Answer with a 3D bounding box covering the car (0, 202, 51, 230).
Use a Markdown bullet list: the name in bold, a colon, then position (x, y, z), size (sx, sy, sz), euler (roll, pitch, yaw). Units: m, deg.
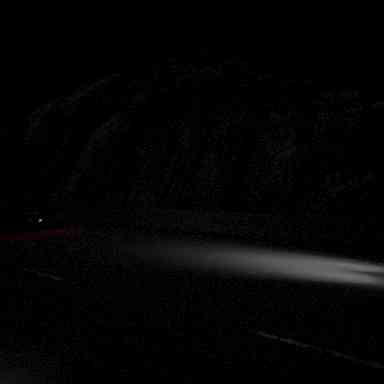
- **car**: position (-10.480, 1.374, 20.070), size (4.902, 1.511, 2.128), euler (0, 0, 36)
